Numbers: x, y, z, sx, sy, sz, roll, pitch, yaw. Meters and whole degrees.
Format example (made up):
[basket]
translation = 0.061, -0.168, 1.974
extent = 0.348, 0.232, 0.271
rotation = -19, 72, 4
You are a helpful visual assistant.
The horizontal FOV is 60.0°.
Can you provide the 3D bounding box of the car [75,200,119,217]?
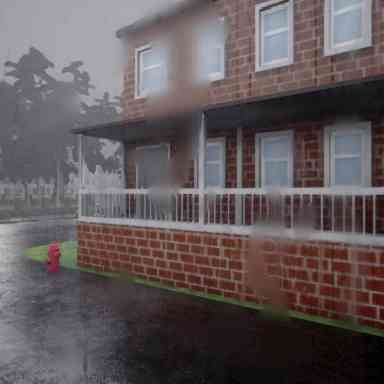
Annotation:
[car]
translation = -7.609, 1.507, 28.482
extent = 1.837, 1.490, 4.892
rotation = 0, 0, 36
